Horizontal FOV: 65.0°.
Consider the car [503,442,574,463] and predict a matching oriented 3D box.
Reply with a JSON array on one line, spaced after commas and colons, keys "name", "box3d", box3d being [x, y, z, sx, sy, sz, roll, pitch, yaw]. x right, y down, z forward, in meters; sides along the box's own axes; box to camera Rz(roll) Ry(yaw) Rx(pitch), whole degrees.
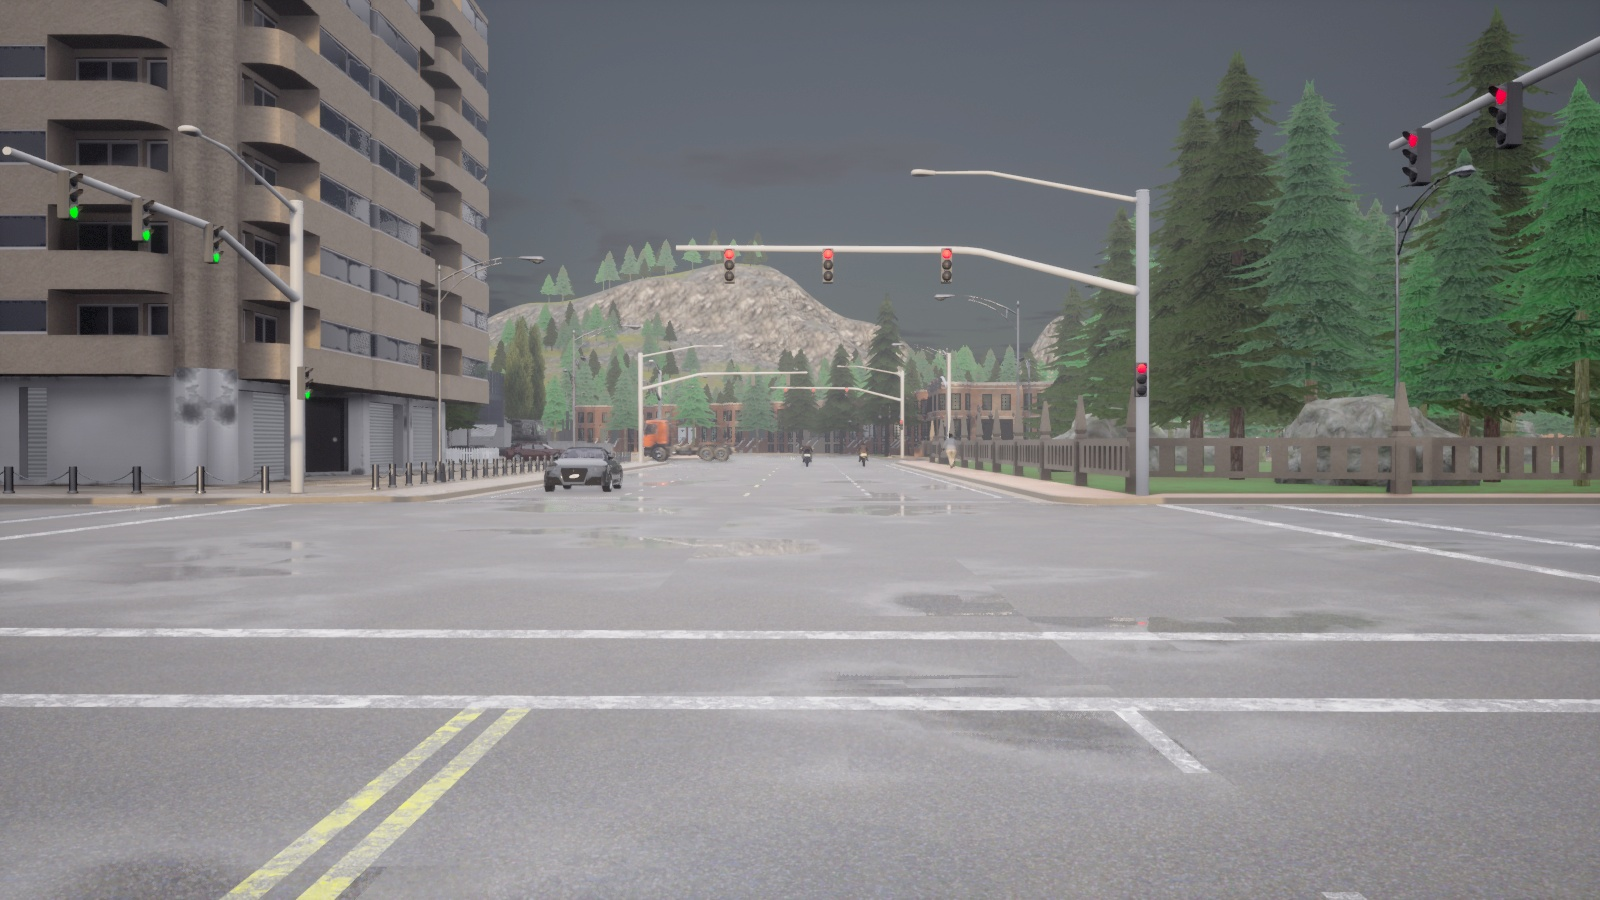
[{"name": "car", "box3d": [-19.808, 0.170, 95.341, 5.008, 1.535, 1.882, 0, 0, 0]}]

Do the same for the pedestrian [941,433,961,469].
[{"name": "pedestrian", "box3d": [7.742, 0.048, 64.419, 0.874, 1.855, 0.900, 0, 0, -2]}]

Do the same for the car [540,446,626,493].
[{"name": "car", "box3d": [-6.774, 0.582, 39.592, 1.994, 1.385, 4.181, 0, 0, 0]}]
